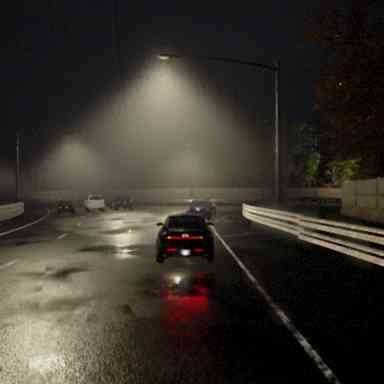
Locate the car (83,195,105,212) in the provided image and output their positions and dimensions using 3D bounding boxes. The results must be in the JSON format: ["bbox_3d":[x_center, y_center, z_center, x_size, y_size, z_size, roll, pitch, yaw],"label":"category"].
[{"bbox_3d":[-12.590,1.426,42.661,2.150,2.045,5.566,0,0,-23],"label":"car"}]

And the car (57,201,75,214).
[{"bbox_3d":[-14.725,1.747,38.795,2.033,1.411,5.357,0,0,-23],"label":"car"}]

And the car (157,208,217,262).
[{"bbox_3d":[-0.250,1.550,12.301,1.837,1.490,4.892,0,0,-1],"label":"car"}]

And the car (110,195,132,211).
[{"bbox_3d":[-9.448,1.418,44.200,2.150,2.045,5.566,0,0,-23],"label":"car"}]

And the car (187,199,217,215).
[{"bbox_3d":[0.927,1.451,28.908,2.097,1.767,4.553,0,0,12],"label":"car"}]
